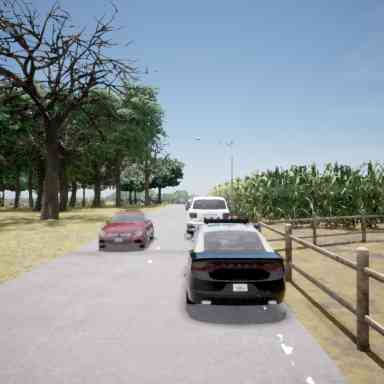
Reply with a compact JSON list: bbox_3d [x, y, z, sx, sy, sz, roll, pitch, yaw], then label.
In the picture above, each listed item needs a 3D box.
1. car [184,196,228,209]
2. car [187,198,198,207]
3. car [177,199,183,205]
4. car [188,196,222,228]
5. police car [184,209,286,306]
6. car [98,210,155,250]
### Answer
[{"bbox_3d":[0.838,1.280,18.211,2.150,2.045,5.566,0,0,0],"label":"car"},{"bbox_3d":[0.044,1.880,59.192,1.837,1.490,4.892,0,-1,0],"label":"car"},{"bbox_3d":[-2.687,2.471,83.717,1.812,1.442,4.674,0,-2,0],"label":"car"},{"bbox_3d":[0.842,1.314,24.213,2.150,2.045,5.566,0,0,0],"label":"car"},{"bbox_3d":[0.830,1.440,8.284,1.930,1.638,5.238,0,0,0],"label":"police car"},{"bbox_3d":[-2.740,1.564,14.769,1.812,1.442,4.674,0,0,0],"label":"car"}]
